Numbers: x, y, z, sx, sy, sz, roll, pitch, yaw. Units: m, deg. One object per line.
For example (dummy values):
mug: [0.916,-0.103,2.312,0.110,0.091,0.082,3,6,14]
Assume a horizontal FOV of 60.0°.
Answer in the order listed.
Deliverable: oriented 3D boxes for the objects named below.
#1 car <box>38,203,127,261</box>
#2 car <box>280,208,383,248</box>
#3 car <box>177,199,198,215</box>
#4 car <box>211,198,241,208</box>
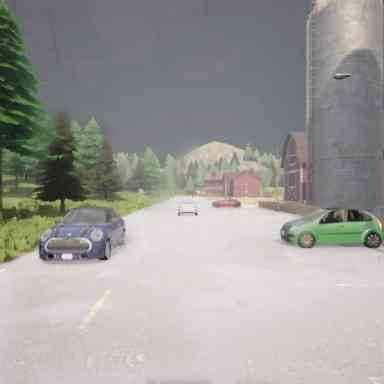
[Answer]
car: [-3.786,1.352,12.254,2.097,1.767,4.553,0,0,-1]
car: [5.824,1.483,14.099,3.988,1.617,1.851,0,0,-1]
car: [-0.409,1.525,33.289,1.812,1.442,4.674,0,0,-1]
car: [4.833,1.549,47.096,4.181,1.381,1.994,0,0,-1]
